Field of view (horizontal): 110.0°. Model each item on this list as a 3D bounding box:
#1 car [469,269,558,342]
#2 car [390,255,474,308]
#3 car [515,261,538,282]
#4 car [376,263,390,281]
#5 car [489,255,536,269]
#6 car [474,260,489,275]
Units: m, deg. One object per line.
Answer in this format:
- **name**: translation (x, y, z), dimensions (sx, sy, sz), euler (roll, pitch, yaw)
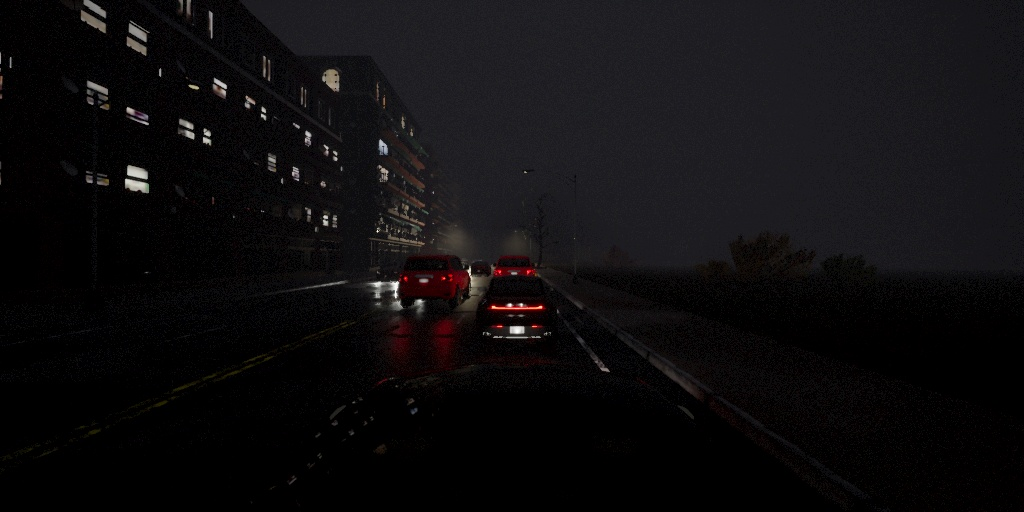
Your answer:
- **car**: translation (0.105, 1.256, 9.717), dimensions (1.837, 1.490, 4.892), euler (0, 0, 0)
- **car**: translation (-3.144, 0.974, 15.469), dimensions (2.150, 2.045, 5.566), euler (0, 0, 0)
- **car**: translation (1.150, 1.209, 30.472), dimensions (1.801, 1.575, 5.366), euler (0, 0, 0)
- **car**: translation (-9.839, 1.279, 30.222), dimensions (1.812, 1.442, 4.674), euler (0, 0, 0)
- **car**: translation (0.108, 0.975, 20.064), dimensions (2.150, 2.045, 5.566), euler (0, 0, 0)
- **car**: translation (-3.137, 1.231, 36.418), dimensions (1.882, 1.535, 5.008), euler (0, 0, 0)
